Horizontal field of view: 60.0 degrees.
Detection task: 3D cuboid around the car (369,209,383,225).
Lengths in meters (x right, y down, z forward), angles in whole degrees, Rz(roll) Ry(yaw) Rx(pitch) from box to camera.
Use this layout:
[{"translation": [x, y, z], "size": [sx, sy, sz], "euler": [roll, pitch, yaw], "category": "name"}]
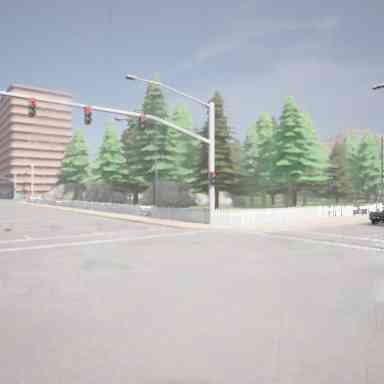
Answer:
[{"translation": [13.985, 1.552, 22.536], "size": [4.718, 1.301, 1.895], "euler": [0, 0, -35], "category": "car"}]
